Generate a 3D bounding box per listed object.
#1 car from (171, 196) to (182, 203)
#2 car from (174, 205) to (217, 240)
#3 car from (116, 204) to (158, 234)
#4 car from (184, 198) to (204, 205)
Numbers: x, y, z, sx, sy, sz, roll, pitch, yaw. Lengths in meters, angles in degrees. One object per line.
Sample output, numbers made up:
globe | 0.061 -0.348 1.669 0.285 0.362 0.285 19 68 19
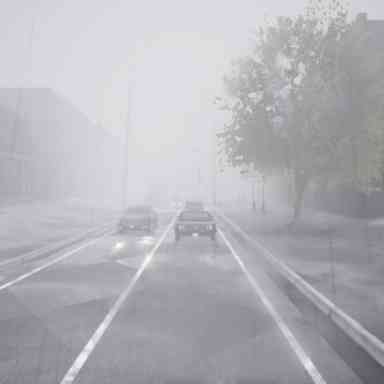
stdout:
car | -2.797 1.339 61.264 1.994 1.385 4.181 0 0 1
car | 0.163 1.578 16.808 1.895 1.301 4.718 0 0 0
car | -3.027 1.471 19.124 1.837 1.490 4.892 0 0 0
car | 0.233 1.345 35.116 1.882 1.535 5.008 0 0 0
